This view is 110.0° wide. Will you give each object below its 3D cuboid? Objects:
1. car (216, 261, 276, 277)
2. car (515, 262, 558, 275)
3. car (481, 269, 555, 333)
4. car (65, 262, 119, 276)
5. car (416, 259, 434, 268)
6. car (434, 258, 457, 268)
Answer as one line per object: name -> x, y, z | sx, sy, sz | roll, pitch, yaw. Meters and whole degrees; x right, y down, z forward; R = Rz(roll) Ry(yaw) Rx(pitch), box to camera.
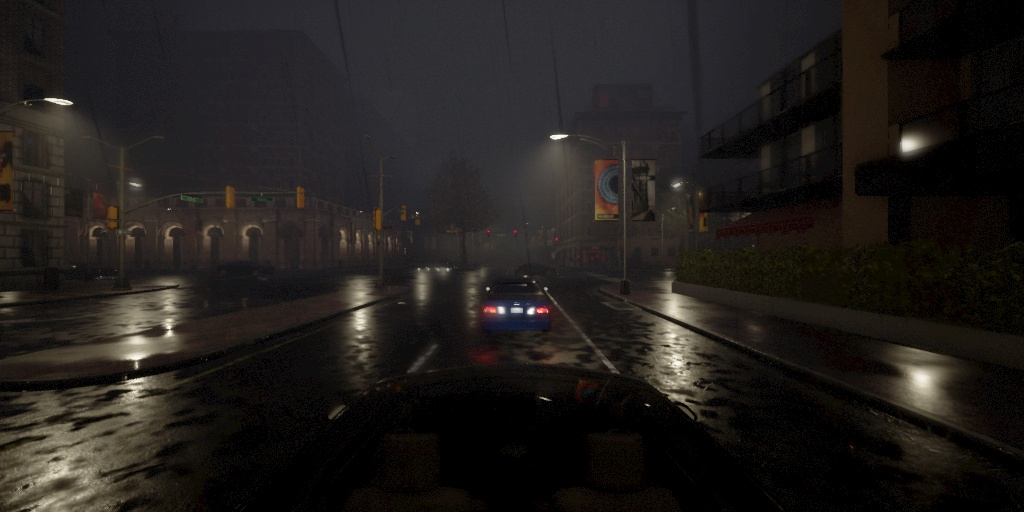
car -> -25.530, 1.227, 34.525 | 5.008, 1.535, 1.882 | 0, 0, 0
car -> 2.326, 1.314, 34.427 | 4.181, 1.385, 1.994 | 0, 0, 0
car -> 0.144, 1.297, 10.749 | 2.033, 1.411, 5.357 | 0, 0, 1
car -> -41.468, 1.297, 34.586 | 5.357, 1.411, 2.033 | 0, 0, 0
car -> -14.529, 1.227, 61.766 | 1.882, 1.535, 5.008 | 0, 0, 1
car -> -11.062, 1.102, 59.697 | 2.097, 1.767, 4.553 | 0, 0, 1
